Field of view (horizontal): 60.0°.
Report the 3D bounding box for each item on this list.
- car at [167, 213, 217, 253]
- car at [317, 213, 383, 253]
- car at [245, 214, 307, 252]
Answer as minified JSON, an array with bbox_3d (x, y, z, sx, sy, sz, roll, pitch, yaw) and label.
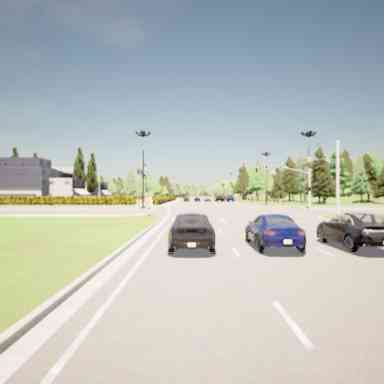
[{"bbox_3d":[-0.003,1.646,14.307,1.837,1.490,4.892,0,0,0],"label":"car"},{"bbox_3d":[6.997,1.631,14.305,2.128,1.511,4.902,0,0,0],"label":"car"},{"bbox_3d":[3.498,1.665,14.398,1.812,1.442,4.674,0,0,0],"label":"car"}]
